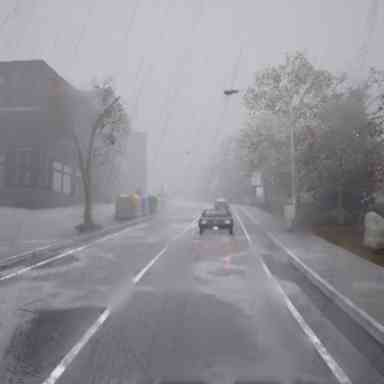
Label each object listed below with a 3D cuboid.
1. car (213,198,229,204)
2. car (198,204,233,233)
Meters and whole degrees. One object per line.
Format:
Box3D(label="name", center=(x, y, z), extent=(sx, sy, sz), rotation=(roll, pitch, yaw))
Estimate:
Box3D(label="car", center=(3.603, 1.559, 41.621), extent=(1.837, 1.490, 4.892), rotation=(0, 0, 6))
Box3D(label="car", center=(1.458, 1.619, 19.759), extent=(1.895, 1.301, 4.718), rotation=(0, 0, 5))
